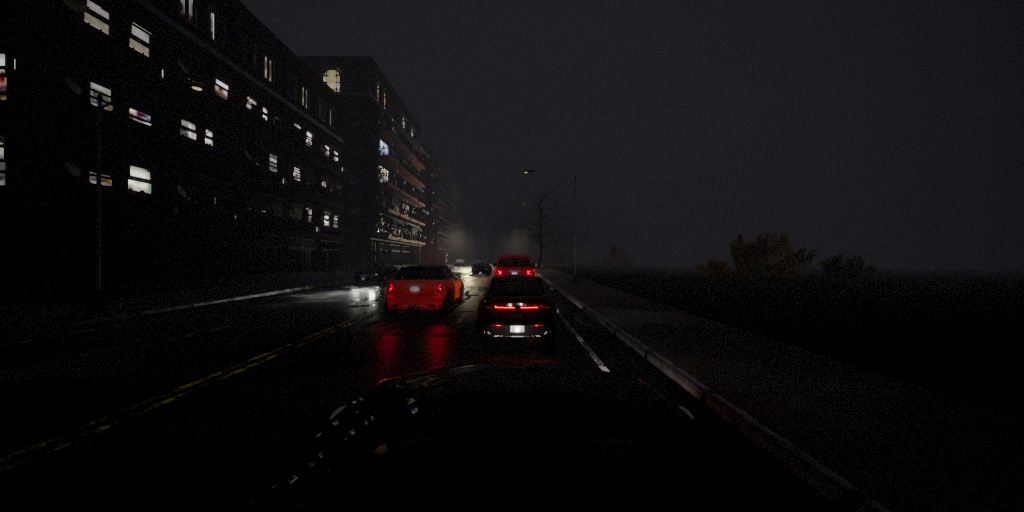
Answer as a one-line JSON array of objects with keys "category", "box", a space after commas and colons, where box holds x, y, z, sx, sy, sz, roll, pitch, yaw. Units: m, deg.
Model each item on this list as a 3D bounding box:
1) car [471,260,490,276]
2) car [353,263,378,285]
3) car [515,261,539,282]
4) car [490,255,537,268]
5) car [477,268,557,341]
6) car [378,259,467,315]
[{"category": "car", "box": [-3.101, 1.355, 37.590, 1.895, 1.301, 4.718, 0, 0, 0]}, {"category": "car", "box": [-9.817, 1.245, 26.123, 2.128, 1.511, 4.902, 0, 0, 0]}, {"category": "car", "box": [1.177, 1.209, 30.568, 1.801, 1.575, 5.366, 0, 0, 0]}, {"category": "car", "box": [0.125, 0.975, 20.161, 2.150, 2.045, 5.566, 0, 0, 0]}, {"category": "car", "box": [0.113, 1.256, 9.814, 1.837, 1.490, 4.892, 0, 0, 0]}, {"category": "car", "box": [-3.133, 1.104, 13.688, 2.097, 1.767, 4.553, 0, 0, 0]}]
